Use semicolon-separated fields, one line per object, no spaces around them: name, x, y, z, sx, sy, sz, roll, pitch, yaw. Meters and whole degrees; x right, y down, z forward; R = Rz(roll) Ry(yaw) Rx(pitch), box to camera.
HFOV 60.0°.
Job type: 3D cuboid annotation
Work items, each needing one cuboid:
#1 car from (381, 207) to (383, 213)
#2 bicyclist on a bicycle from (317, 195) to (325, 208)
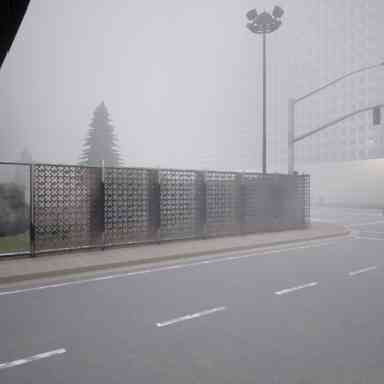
car;19.871;1.509;30.619;4.181;1.385;1.994;0;1;43
bicyclist on a bicycle;16.614;1.245;42.838;1.656;1.620;0.582;0;0;-35
